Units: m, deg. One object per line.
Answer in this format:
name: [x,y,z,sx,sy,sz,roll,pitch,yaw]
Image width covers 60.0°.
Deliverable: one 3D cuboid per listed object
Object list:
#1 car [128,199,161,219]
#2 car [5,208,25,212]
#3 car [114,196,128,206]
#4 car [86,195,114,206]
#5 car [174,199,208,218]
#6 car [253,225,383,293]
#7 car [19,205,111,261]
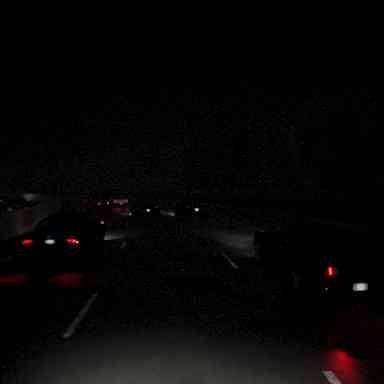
car: [-3.711,1.276,26.365,1.994,1.385,4.181,0,1,-14]
car: [-15.916,1.179,29.851,2.128,1.511,4.902,0,1,-19]
car: [-9.622,1.137,42.955,1.895,1.301,4.718,0,1,-24]
car: [-8.669,1.020,30.814,2.097,1.767,4.553,0,1,-17]
car: [-0.158,1.269,26.628,1.994,1.385,4.181,0,1,-14]
car: [3.041,1.501,8.578,1.895,1.301,4.718,0,1,-5]
car: [-4.302,1.420,11.805,2.033,1.411,5.357,0,1,-7]
